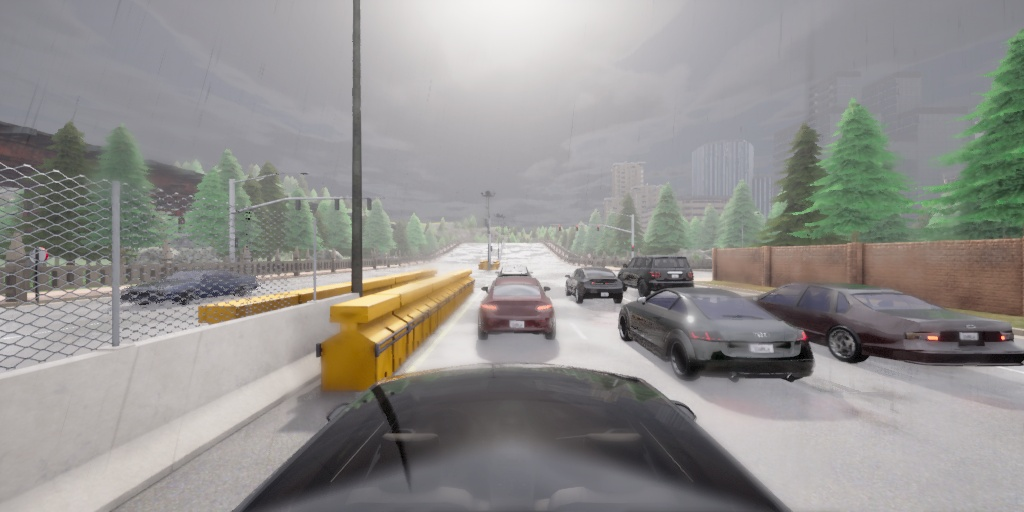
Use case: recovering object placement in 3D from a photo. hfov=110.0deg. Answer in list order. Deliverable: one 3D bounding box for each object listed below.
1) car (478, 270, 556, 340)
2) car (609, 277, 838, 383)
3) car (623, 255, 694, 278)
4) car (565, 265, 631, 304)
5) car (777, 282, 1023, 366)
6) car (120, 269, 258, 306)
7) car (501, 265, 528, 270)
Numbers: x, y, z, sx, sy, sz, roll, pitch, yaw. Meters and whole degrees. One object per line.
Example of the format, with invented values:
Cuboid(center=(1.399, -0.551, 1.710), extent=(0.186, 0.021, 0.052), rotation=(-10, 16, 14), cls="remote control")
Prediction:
Cuboid(center=(0.112, 1.276, 9.851), extent=(1.812, 1.442, 4.674), rotation=(0, 0, 0), cls="car")
Cuboid(center=(3.612, 1.314, 7.220), extent=(1.994, 1.385, 4.181), rotation=(0, 0, -1), cls="car")
Cuboid(center=(7.120, 0.972, 18.326), extent=(2.150, 2.045, 5.566), rotation=(0, 0, 0), cls="car")
Cuboid(center=(3.618, 1.255, 16.387), extent=(1.837, 1.490, 4.892), rotation=(0, 0, 0), cls="car")
Cuboid(center=(7.109, 1.297, 8.084), extent=(2.033, 1.411, 5.357), rotation=(0, 0, 0), cls="car")
Cuboid(center=(-13.989, 1.298, 15.998), extent=(2.033, 1.411, 5.357), rotation=(0, 0, 0), cls="car")
Cuboid(center=(0.123, 1.241, 19.097), extent=(2.128, 1.511, 4.902), rotation=(0, 0, 0), cls="car")
